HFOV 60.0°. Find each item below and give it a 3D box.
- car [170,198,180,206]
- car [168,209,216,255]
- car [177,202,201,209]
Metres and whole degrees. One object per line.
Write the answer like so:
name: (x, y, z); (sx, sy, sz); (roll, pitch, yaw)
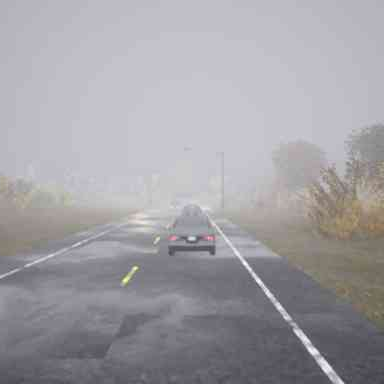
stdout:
car: (-3.566, 2.070, 71.039); (2.097, 1.767, 4.553); (0, -1, 0)
car: (0.001, 1.683, 13.995); (2.033, 1.411, 5.357); (0, -1, 0)
car: (0.000, 1.830, 28.995); (2.033, 1.411, 5.357); (0, -1, 0)
